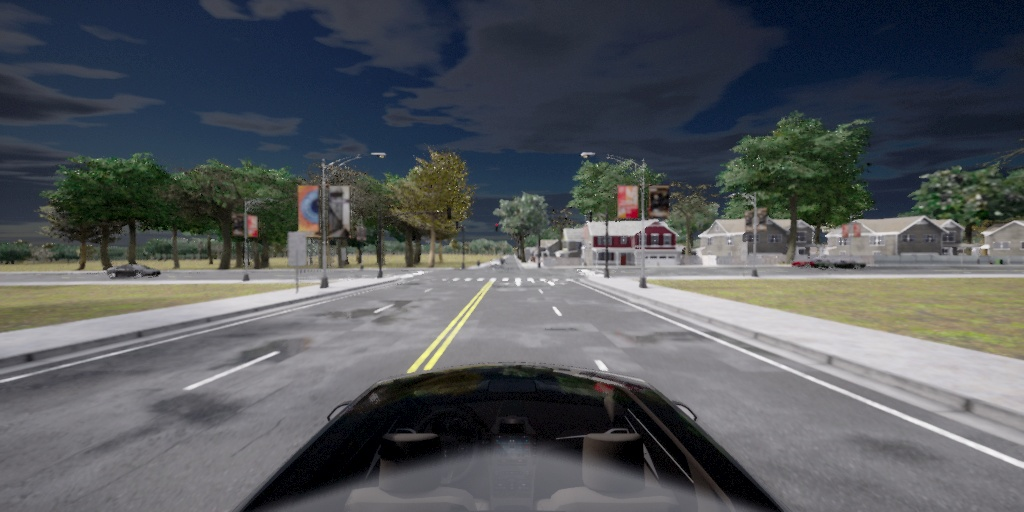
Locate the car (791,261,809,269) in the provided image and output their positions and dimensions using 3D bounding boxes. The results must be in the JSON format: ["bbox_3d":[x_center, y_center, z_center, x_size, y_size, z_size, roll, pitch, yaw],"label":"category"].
[{"bbox_3d":[38.195,0.950,45.272,4.718,1.301,1.895,0,1,1],"label":"car"}]

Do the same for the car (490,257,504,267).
[{"bbox_3d":[-2.839,1.260,64.688,1.812,1.442,4.674,0,1,0],"label":"car"}]

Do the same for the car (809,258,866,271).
[{"bbox_3d":[38.306,1.014,42.031,4.718,1.301,1.895,0,1,1],"label":"car"}]

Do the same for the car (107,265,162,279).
[{"bbox_3d":[-41.404,1.677,39.324,4.892,1.490,1.837,0,1,1],"label":"car"}]
